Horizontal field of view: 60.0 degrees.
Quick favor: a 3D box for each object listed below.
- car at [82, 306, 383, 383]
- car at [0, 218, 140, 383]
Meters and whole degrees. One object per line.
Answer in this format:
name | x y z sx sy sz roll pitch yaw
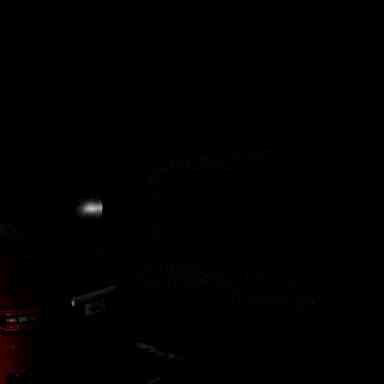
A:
car | 1.515 1.582 1.724 4.206 1.307 1.802 0 0 36
car | -2.970 1.315 4.939 5.009 1.841 2.192 0 0 36
